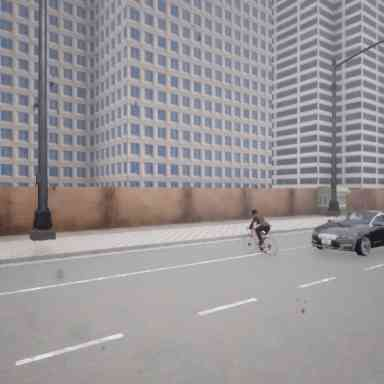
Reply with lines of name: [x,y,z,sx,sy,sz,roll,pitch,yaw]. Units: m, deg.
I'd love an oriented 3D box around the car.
car: [6.727,1.495,13.133,4.902,1.511,2.128,0,0,-36]

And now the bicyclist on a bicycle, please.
bicyclist on a bicycle: [2.394,1.457,11.975,0.582,1.620,1.656,0,-2,-36]
